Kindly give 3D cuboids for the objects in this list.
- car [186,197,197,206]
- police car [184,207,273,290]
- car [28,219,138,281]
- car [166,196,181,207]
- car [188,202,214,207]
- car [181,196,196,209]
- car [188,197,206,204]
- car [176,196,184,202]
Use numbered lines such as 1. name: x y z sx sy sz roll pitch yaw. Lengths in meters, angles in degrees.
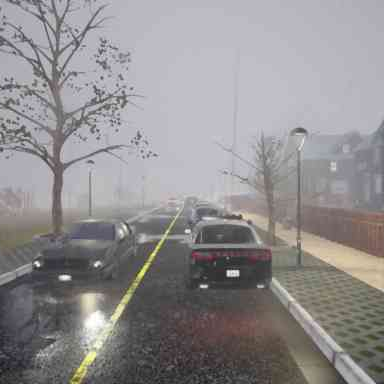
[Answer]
1. car: -0.034 1.552 56.959 1.812 1.442 4.674 0 0 0
2. police car: 0.820 1.425 9.240 1.930 1.638 5.238 0 0 0
3. car: -2.856 1.547 10.147 2.033 1.411 5.357 0 0 0
4. car: -2.875 1.498 50.818 1.882 1.535 5.008 0 0 0
5. car: 0.814 1.528 19.130 1.812 1.442 4.674 0 0 0
6. car: -0.008 1.368 45.868 2.097 1.767 4.553 0 0 0
7. car: 0.810 1.459 25.320 1.801 1.575 5.366 0 0 0
8. car: -2.797 1.582 78.925 1.812 1.442 4.674 0 0 0
